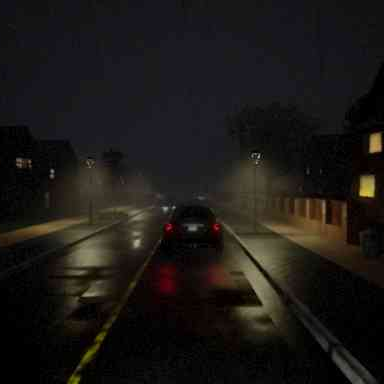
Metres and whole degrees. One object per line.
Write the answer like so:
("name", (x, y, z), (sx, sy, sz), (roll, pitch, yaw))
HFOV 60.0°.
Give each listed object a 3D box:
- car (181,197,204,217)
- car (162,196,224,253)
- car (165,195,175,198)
("car", (0.048, 1.236, 28.689), (1.812, 1.442, 4.674), (0, 0, 1))
("car", (0.045, 1.208, 13.059), (2.097, 1.767, 4.553), (0, 1, 1))
("car", (-2.774, 1.146, 44.624), (2.033, 1.411, 5.357), (0, 0, 1))
